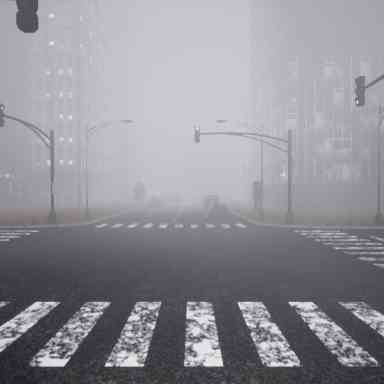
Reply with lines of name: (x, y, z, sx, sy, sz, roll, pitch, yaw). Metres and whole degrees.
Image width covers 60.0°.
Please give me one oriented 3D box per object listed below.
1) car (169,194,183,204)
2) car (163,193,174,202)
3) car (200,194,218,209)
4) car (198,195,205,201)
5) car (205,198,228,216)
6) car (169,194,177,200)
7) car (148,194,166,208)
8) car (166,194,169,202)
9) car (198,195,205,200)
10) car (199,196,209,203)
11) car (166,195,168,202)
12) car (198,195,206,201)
car: (-2.763, 1.320, 64.366, 2.097, 1.767, 4.553, 0, 0, 0)
car: (-5.345, 1.273, 76.272, 2.192, 1.841, 5.009, -1, 0, 0)
car: (2.530, 1.297, 43.152, 2.192, 1.841, 5.009, -1, 0, 0)
car: (2.536, 1.473, 87.518, 1.752, 1.417, 4.829, -1, 0, 0)
car: (2.515, 1.569, 32.103, 1.802, 1.307, 4.206, -1, 0, 0)
car: (-5.347, 1.383, 92.846, 1.967, 1.590, 4.097, -1, 0, 0)
car: (-5.337, 1.419, 48.650, 1.967, 1.590, 4.097, -1, 0, 0)
car: (-5.342, 1.403, 70.748, 1.967, 1.590, 4.097, -1, 0, 0)
car: (2.535, 1.488, 92.873, 1.887, 1.381, 4.507, -1, 0, 0)
car: (2.540, 1.507, 70.774, 1.887, 1.381, 4.507, -1, 0, 0)
car: (-5.337, 1.557, 54.174, 1.802, 1.307, 4.206, -1, 0, 0)
car: (2.538, 1.535, 81.824, 1.802, 1.307, 4.206, -1, 0, 0)
